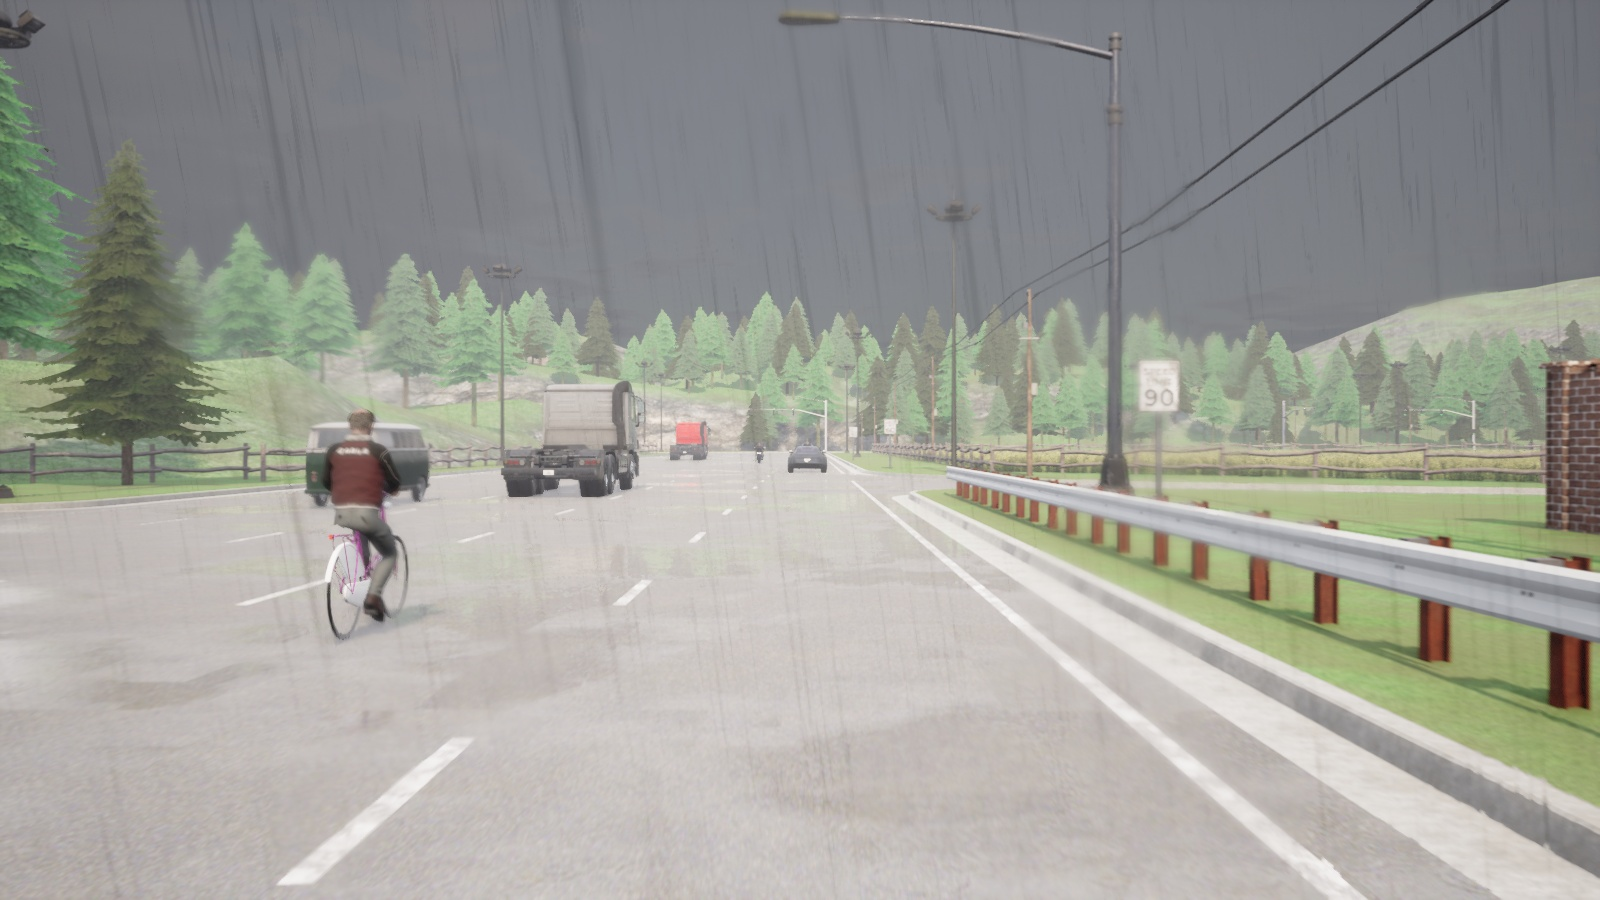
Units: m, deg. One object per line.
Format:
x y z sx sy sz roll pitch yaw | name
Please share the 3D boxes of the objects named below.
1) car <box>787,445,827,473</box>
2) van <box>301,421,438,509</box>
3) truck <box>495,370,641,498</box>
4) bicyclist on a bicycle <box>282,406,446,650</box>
0.381 0.444 64.847 1.994 1.385 4.181 0 0 0 | car
-10.313 0.320 30.411 1.775 1.987 4.442 0 0 0 | van
-6.770 -0.454 37.886 2.891 3.462 7.936 0 0 0 | truck
-3.428 0.558 10.048 0.659 1.776 1.843 0 1 0 | bicyclist on a bicycle
